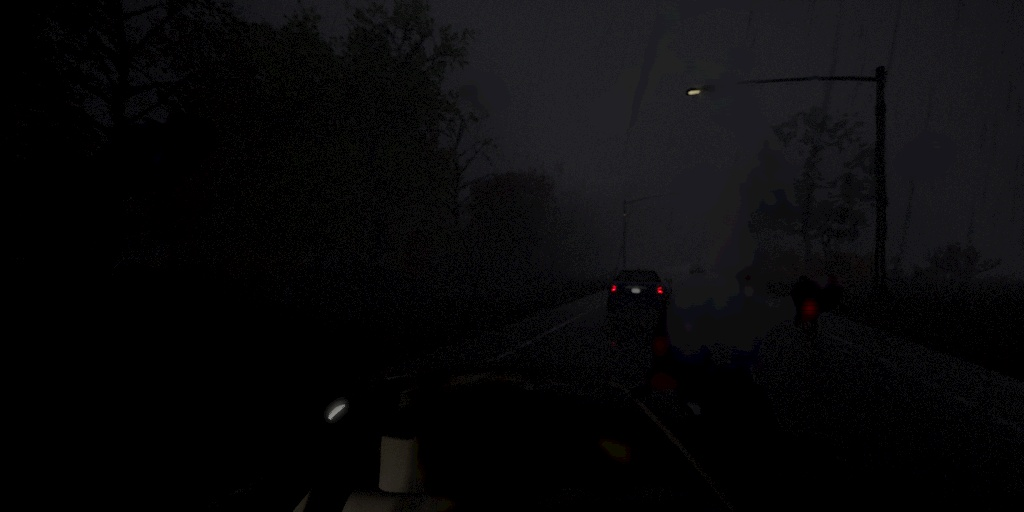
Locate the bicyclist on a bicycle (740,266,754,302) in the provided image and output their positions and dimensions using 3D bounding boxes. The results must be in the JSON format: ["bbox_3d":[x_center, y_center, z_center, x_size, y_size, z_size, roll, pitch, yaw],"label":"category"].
[{"bbox_3d":[11.708,1.389,17.888,0.659,1.776,1.843,0,-1,26],"label":"bicyclist on a bicycle"}]

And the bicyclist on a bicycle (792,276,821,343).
[{"bbox_3d":[7.556,1.342,9.206,0.582,1.620,1.656,0,-1,26],"label":"bicyclist on a bicycle"}]

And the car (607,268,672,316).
[{"bbox_3d":[5.327,1.290,14.664,2.097,1.767,4.553,0,-1,26],"label":"car"}]

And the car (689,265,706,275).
[{"bbox_3d":[27.403,2.101,52.729,1.994,1.385,4.181,0,-1,26],"label":"car"}]
